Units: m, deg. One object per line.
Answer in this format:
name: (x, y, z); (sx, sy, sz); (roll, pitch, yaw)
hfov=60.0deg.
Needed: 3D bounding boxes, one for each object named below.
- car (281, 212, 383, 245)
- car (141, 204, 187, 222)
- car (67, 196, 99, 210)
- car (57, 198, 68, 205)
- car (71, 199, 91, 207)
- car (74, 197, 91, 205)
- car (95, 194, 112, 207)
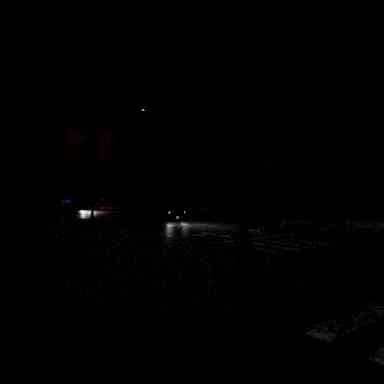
car: (6.826, 1.630, 15.920); (4.718, 1.301, 1.895); (0, 0, 43)
car: (-2.401, 1.687, 27.572); (1.895, 1.301, 4.718); (0, 0, -36)
car: (-14.743, 1.660, 44.867); (2.128, 1.511, 4.902); (0, 0, -35)
car: (-25.068, 1.817, 65.134); (1.994, 1.385, 4.181); (0, 0, -36)
car: (-18.930, 1.817, 56.570); (1.895, 1.301, 4.718); (0, 0, -36)
car: (-21.798, 1.758, 66.151); (1.837, 1.490, 4.892); (0, 0, -36)
car: (-15.847, 1.441, 57.840); (2.150, 2.045, 5.566); (0, 0, -35)
